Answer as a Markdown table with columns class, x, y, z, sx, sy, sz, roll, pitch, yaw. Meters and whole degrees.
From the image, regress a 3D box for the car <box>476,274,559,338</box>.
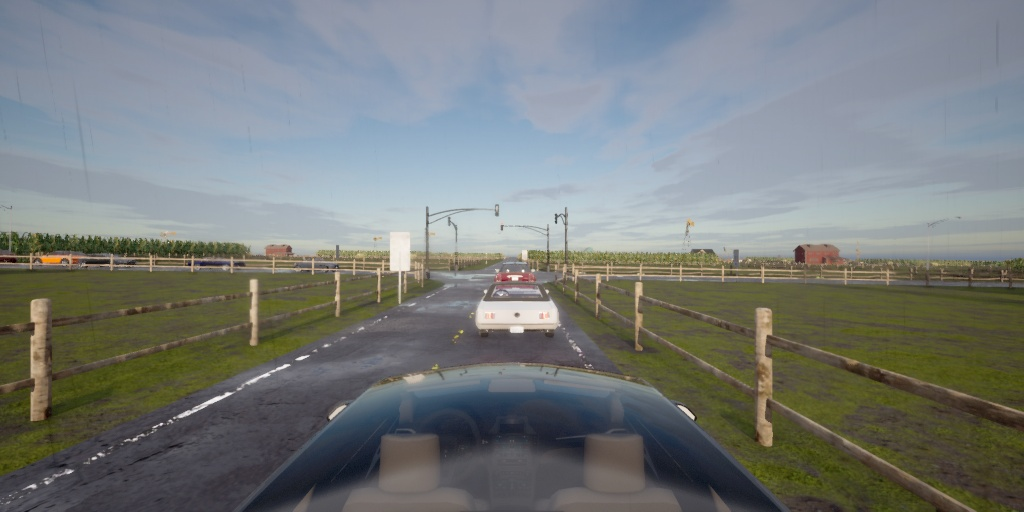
| class | x | y | z | sx | sy | sz | roll | pitch | yaw |
| --- | --- | --- | --- | --- | --- | --- | --- | --- | --- |
| car | 0.123 | 1.351 | 10.184 | 1.895 | 1.301 | 4.718 | 0 | 0 | 0 |

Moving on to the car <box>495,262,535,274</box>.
| class | x | y | z | sx | sy | sz | roll | pitch | yaw |
| --- | --- | --- | --- | --- | --- | --- | --- | --- | --- |
| car | 0.178 | 1.103 | 19.173 | 2.097 | 1.767 | 4.553 | 0 | 0 | 1 |

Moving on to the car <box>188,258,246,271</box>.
| class | x | y | z | sx | sy | sz | roll | pitch | yaw |
| --- | --- | --- | --- | --- | --- | --- | --- | --- | --- |
| car | -30.174 | 0.814 | 36.806 | 4.718 | 1.301 | 1.895 | 1 | 0 | 0 |

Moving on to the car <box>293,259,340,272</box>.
| class | x | y | z | sx | sy | sz | roll | pitch | yaw |
| --- | --- | --- | --- | --- | --- | --- | --- | --- | --- |
| car | -19.968 | 0.962 | 36.778 | 4.181 | 1.385 | 1.994 | 1 | 0 | 0 |

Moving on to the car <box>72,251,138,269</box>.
| class | x | y | z | sx | sy | sz | roll | pitch | yaw |
| --- | --- | --- | --- | --- | --- | --- | --- | --- | --- |
| car | -41.440 | 0.516 | 36.854 | 4.892 | 1.490 | 1.837 | 1 | 0 | 0 |
